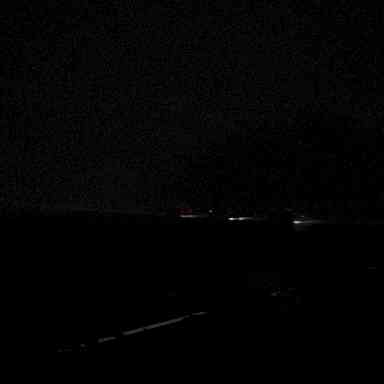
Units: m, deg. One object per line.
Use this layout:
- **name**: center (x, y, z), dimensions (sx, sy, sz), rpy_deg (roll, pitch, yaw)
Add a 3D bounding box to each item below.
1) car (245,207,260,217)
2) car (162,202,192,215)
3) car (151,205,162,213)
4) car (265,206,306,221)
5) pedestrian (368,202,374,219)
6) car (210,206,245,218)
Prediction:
- **car**: center (7.177, 2.722, 46.123), dimensions (1.895, 1.301, 4.718), rpy_deg (1, -2, -33)
- **car**: center (-2.148, 2.677, 53.656), dimensions (2.150, 2.045, 5.566), rpy_deg (1, -2, -33)
- **car**: center (-6.660, 3.430, 67.182), dimensions (1.812, 1.442, 4.674), rpy_deg (1, -2, -33)
- **car**: center (9.818, 2.259, 35.353), dimensions (1.812, 1.442, 4.674), rpy_deg (1, -2, -33)
- **pedestrian**: center (18.936, 1.918, 35.302), dimensions (0.375, 1.860, 0.375), rpy_deg (-2, 1, -33)
- **car**: center (4.297, 2.581, 43.789), dimensions (1.837, 1.490, 4.892), rpy_deg (1, -2, -33)
